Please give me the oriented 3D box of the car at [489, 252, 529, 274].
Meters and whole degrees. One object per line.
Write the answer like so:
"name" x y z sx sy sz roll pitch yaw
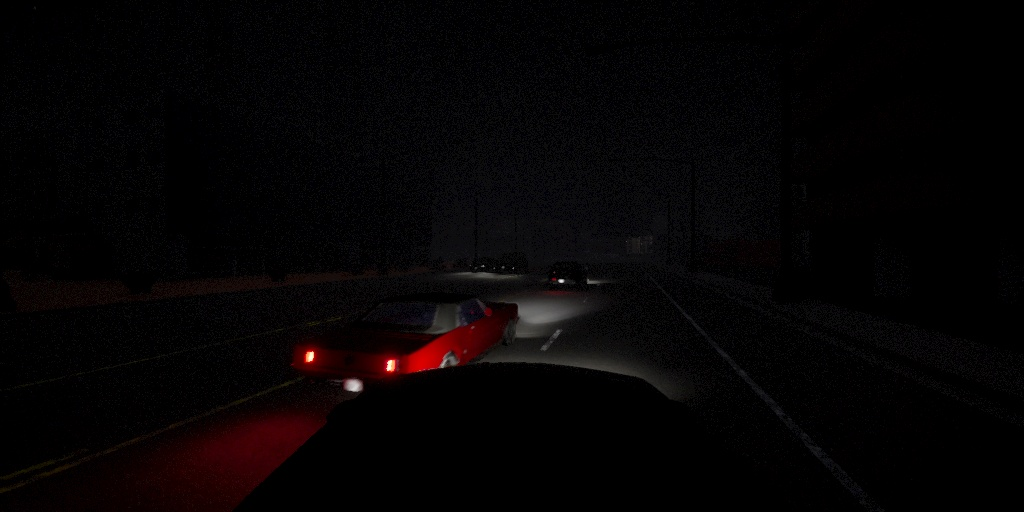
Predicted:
"car" 0.025 0.631 34.747 2.150 2.045 5.566 0 1 18

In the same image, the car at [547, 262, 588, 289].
"car" 3.405 1.063 21.613 1.837 1.490 4.892 0 1 18

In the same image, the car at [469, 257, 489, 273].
"car" -2.798 0.892 37.409 1.837 1.490 4.892 0 1 18

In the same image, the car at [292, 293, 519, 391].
"car" -1.340 1.341 6.670 1.895 1.301 4.718 0 0 18
